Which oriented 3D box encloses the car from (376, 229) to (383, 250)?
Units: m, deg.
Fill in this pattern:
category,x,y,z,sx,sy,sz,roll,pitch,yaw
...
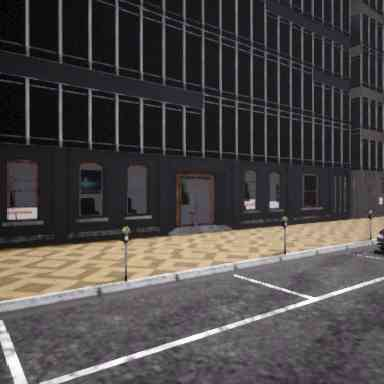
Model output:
category,x,y,z,sx,sy,sz,roll,pitch,yaw
car,8.819,1.541,12.851,4.403,1.369,2.008,0,0,-36
